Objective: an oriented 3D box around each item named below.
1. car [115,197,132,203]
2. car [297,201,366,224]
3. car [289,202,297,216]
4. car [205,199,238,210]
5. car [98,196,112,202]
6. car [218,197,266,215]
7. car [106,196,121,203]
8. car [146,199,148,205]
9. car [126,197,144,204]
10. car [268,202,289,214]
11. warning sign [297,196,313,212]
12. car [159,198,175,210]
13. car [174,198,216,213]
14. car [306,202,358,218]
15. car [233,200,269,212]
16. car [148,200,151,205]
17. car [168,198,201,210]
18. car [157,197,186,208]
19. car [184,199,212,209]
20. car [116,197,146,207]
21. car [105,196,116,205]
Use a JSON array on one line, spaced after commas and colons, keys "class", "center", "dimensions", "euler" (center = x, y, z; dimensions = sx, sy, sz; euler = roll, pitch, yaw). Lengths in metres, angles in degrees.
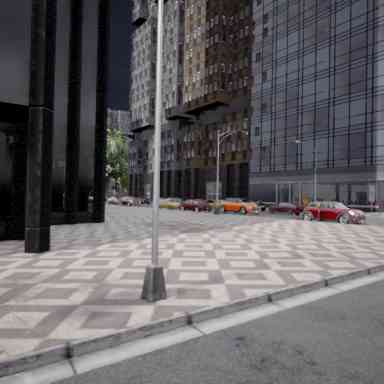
[{"class": "car", "center": [-14.997, 1.756, 72.805], "dimensions": [1.947, 1.339, 4.313], "euler": [2, -1, -35]}, {"class": "car", "center": [9.879, 1.382, 23.201], "dimensions": [1.967, 1.590, 4.097], "euler": [2, -1, -36]}, {"class": "car", "center": [10.676, 1.493, 26.670], "dimensions": [1.882, 1.535, 5.008], "euler": [2, -1, -36]}, {"class": "car", "center": [4.005, 1.710, 46.130], "dimensions": [1.752, 1.417, 4.829], "euler": [2, -1, -35]}, {"class": "car", "center": [-21.364, 1.772, 81.742], "dimensions": [1.802, 1.307, 4.206], "euler": [2, -1, -35]}, {"class": "car", "center": [5.047, 1.373, 34.577], "dimensions": [2.097, 1.767, 4.553], "euler": [2, -1, -35]}, {"class": "car", "center": [-18.278, 1.715, 77.413], "dimensions": [1.752, 1.417, 4.829], "euler": [2, -1, -35]}, {"class": "car", "center": [-9.334, 1.718, 60.093], "dimensions": [1.895, 1.301, 4.718], "euler": [2, -1, -35]}, {"class": "car", "center": [-11.814, 1.757, 68.336], "dimensions": [1.947, 1.339, 4.313], "euler": [2, -1, -35]}, {"class": "car", "center": [10.470, 1.760, 37.053], "dimensions": [1.802, 1.307, 4.206], "euler": [2, -1, -35]}, {"class": "warning sign", "center": [12.827, 1.355, 37.738], "dimensions": [1.300, 1.860, 1.060], "euler": [2, -1, -35]}, {"class": "car", "center": [-2.742, 1.480, 40.913], "dimensions": [1.752, 1.417, 4.829], "euler": [2, -1, -35]}, {"class": "car", "center": [0.343, 1.497, 36.582], "dimensions": [1.887, 1.381, 4.507], "euler": [2, -1, -35]}, {"class": "car", "center": [13.653, 1.741, 32.584], "dimensions": [1.947, 1.339, 4.313], "euler": [2, -1, -35]}, {"class": "car", "center": [7.287, 1.747, 41.522], "dimensions": [1.947, 1.339, 4.313], "euler": [2, -1, -35]}, {"class": "car", "center": [-5.447, 1.742, 59.399], "dimensions": [2.008, 1.369, 4.403], "euler": [2, -1, -35]}, {"class": "car", "center": [-1.105, 1.534, 43.226], "dimensions": [1.837, 1.490, 4.892], "euler": [2, -1, -35]}, {"class": "car", "center": [-3.244, 1.608, 51.622], "dimensions": [2.128, 1.511, 4.902], "euler": [2, -1, -35]}, {"class": "car", "center": [0.920, 1.739, 50.460], "dimensions": [2.008, 1.369, 4.403], "euler": [2, -1, -35]}, {"class": "car", "center": [-9.206, 1.401, 49.993], "dimensions": [1.967, 1.590, 4.097], "euler": [2, -1, -35]}, {"class": "car", "center": [-12.393, 1.544, 54.460], "dimensions": [1.802, 1.307, 4.206], "euler": [2, -1, -35]}]
